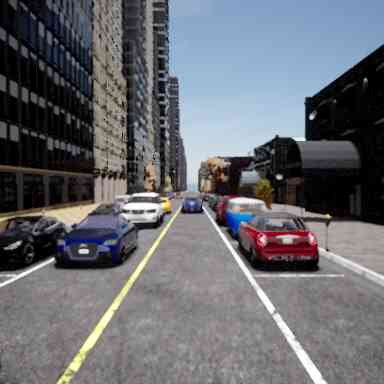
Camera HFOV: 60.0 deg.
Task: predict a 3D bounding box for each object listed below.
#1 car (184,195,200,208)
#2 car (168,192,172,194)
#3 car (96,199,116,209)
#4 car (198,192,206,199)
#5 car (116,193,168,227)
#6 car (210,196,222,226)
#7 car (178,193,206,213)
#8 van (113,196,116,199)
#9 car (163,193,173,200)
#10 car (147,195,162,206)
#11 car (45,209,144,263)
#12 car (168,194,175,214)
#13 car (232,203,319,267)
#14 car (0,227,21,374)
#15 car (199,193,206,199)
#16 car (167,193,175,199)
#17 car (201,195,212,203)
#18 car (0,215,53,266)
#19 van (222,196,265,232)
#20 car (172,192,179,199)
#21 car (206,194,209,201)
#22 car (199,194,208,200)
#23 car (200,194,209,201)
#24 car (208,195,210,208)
[{"bbox_3d":[0.032,1.240,45.377,2.128,1.511,4.902,0,0,0],"label":"car"},{"bbox_3d":[-5.660,1.191,67.727,1.947,1.339,4.313,-1,0,0],"label":"car"},{"bbox_3d":[-5.665,1.439,22.575,1.947,1.339,4.313,-1,0,0],"label":"car"},{"bbox_3d":[2.687,0.943,90.246,1.967,1.590,4.097,-1,0,0],"label":"car"},{"bbox_3d":[-3.085,1.100,21.806,2.150,2.045,5.566,0,0,0],"label":"car"},{"bbox_3d":[2.677,1.189,22.518,2.192,1.841,5.009,-1,0,0],"label":"car"},{"bbox_3d":[0.004,1.163,33.780,2.097,1.767,4.553,0,0,0],"label":"car"},{"bbox_3d":[-5.668,1.183,28.218,1.690,1.788,3.998,-1,0,0],"label":"van"},{"bbox_3d":[-5.660,1.004,79.014,1.967,1.590,4.097,-1,0,0],"label":"car"},{"bbox_3d":[-5.663,1.244,50.625,1.752,1.417,4.829,-1,0,0],"label":"car"},{"bbox_3d":[-3.088,1.499,11.521,1.994,1.385,4.181,0,0,0],"label":"car"},{"bbox_3d":[-3.045,1.297,32.339,1.882,1.535,5.008,0,0,1],"label":"car"},{"bbox_3d":[2.678,1.377,11.230,1.967,1.590,4.097,-1,0,0],"label":"car"},{"bbox_3d":[-3.097,1.342,1.663,2.097,1.767,4.553,0,0,0],"label":"car"},{"bbox_3d":[2.688,1.058,84.772,1.752,1.417,4.829,-1,0,0],"label":"car"},{"bbox_3d":[-5.657,1.069,90.303,1.947,1.339,4.313,-1,0,0],"label":"car"},{"bbox_3d":[2.687,1.222,62.027,1.947,1.339,4.313,-1,0,0],"label":"car"},{"bbox_3d":[-5.667,1.502,11.286,1.947,1.339,4.313,-1,0,0],"label":"car"},{"bbox_3d":[2.677,1.246,16.874,1.690,1.788,3.998,-1,0,0],"label":"van"},{"bbox_3d":[-2.990,0.998,75.353,1.812,1.442,4.674,0,0,0],"label":"car"},{"bbox_3d":[3.151,1.258,44.139,1.837,1.490,4.892,0,0,0],"label":"car"},{"bbox_3d":[2.688,1.146,78.959,1.802,1.307,4.206,-1,0,0],"label":"car"},{"bbox_3d":[2.687,1.139,73.315,1.887,1.381,4.507,-1,0,0],"label":"car"},{"bbox_3d":[3.150,1.296,37.138,1.837,1.490,4.892,0,0,0],"label":"car"}]
